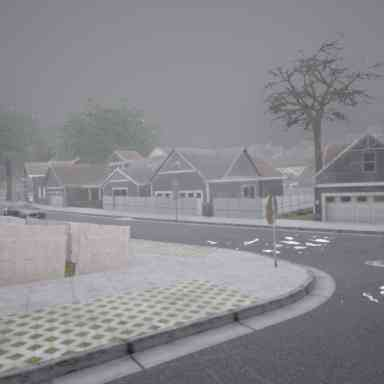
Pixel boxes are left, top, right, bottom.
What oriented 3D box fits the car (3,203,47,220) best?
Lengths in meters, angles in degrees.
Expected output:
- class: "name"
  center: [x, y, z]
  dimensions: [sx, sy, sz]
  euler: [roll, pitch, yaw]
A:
- class: "car"
  center: [-14.444, 1.667, 28.580]
  dimensions: [5.357, 1.411, 2.033]
  euler: [0, 3, 42]
